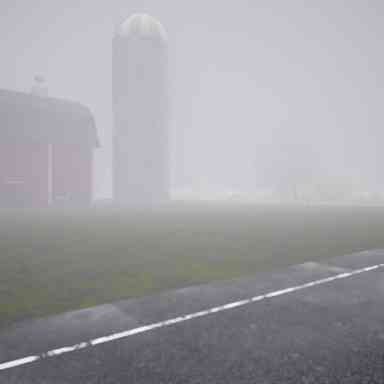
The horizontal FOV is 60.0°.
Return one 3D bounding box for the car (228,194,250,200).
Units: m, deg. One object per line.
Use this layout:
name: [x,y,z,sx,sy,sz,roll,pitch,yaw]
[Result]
car: [10.495,1.118,74.955,2.033,1.411,5.357,0,1,-36]
